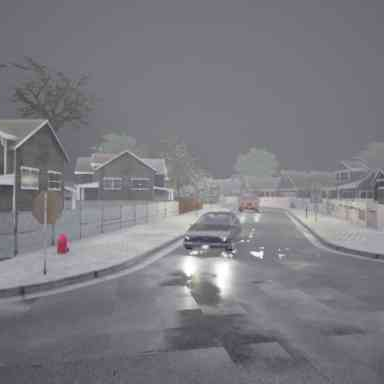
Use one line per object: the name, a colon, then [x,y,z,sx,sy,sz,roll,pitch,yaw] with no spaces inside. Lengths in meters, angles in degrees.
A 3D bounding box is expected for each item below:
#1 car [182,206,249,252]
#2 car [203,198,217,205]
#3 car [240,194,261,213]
car: [1.114,1.576,14.438,2.033,1.411,5.357,0,0,14]
car: [3.506,1.839,66.004,1.994,1.385,4.181,0,0,-11]
car: [6.907,1.330,39.145,2.150,2.045,5.566,1,0,13]
